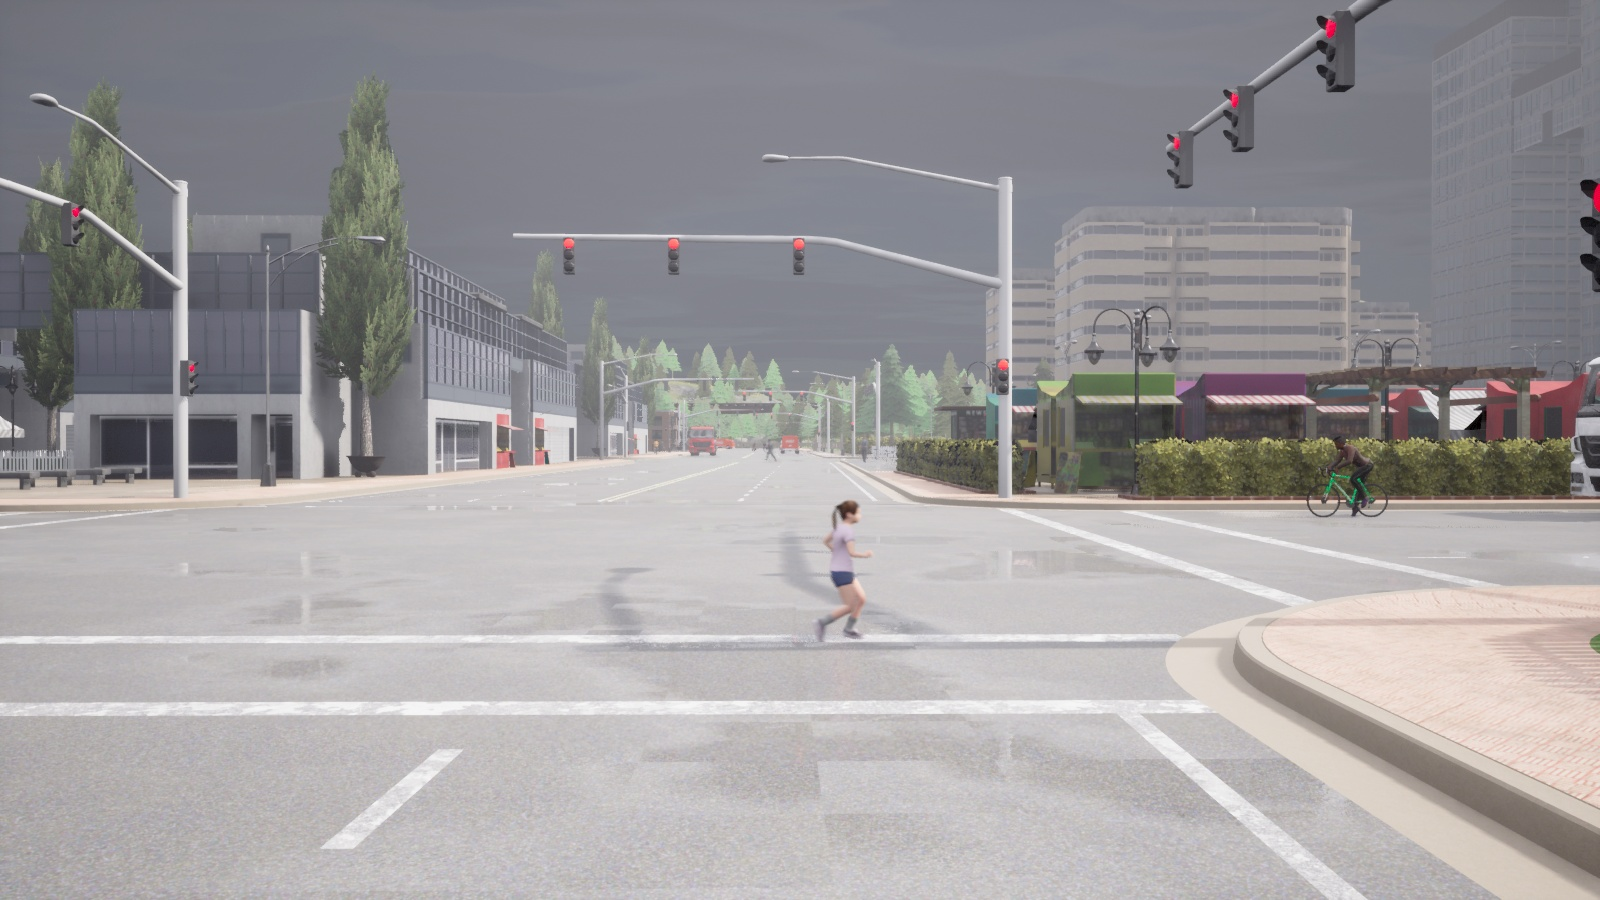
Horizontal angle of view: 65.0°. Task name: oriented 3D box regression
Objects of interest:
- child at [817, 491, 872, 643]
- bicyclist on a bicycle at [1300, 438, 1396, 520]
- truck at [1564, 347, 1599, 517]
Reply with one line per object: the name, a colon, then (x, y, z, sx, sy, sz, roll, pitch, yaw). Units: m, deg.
child: (0.333, 0.871, 9.430, 0.394, 1.110, 0.255, 0, 0, -2)
bicyclist on a bicycle: (10.932, 0.567, 25.075, 1.656, 1.620, 0.582, 0, 0, -1)
truck: (20.193, -0.362, 25.251, 7.936, 3.462, 2.891, 0, 0, -1)
